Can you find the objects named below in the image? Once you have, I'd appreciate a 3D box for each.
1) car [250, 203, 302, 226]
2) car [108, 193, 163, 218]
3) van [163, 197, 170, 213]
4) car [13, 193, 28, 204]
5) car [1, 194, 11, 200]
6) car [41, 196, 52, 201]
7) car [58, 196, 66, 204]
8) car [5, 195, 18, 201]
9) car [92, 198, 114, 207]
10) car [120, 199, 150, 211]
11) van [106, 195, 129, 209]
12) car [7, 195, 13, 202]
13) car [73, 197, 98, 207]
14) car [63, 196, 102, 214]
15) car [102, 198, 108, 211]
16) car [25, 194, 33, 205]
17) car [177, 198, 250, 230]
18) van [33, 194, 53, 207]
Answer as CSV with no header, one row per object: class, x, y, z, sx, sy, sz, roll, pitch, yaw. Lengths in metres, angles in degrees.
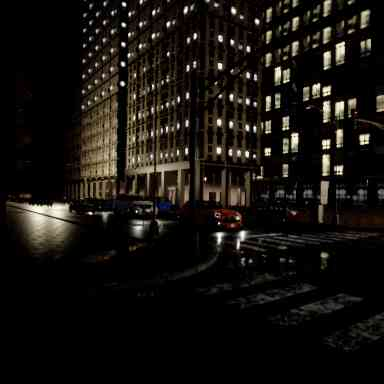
car,5.746,1.504,23.905,1.967,1.590,4.097,1,-1,-35
car,-5.109,1.156,29.221,2.150,2.045,5.566,1,-1,-35
van,-4.050,1.381,37.733,1.690,1.788,3.998,1,-1,-35
car,-30.481,1.154,60.542,2.192,1.841,5.009,1,-1,-35
car,-46.717,1.365,83.447,1.752,1.417,4.829,1,-1,-35
car,-36.712,1.569,83.818,1.802,1.307,4.206,1,-1,-35
car,-22.231,1.463,58.897,1.837,1.490,4.892,1,-1,-35
car,-40.282,1.377,74.366,2.008,1.369,4.403,1,-1,-35
car,-13.852,1.585,51.557,1.947,1.339,4.313,1,-1,-35
car,-7.320,1.583,42.339,2.008,1.369,4.403,1,-1,-35
van,-10.581,1.367,46.951,1.690,1.788,3.998,1,-1,-35
car,-37.017,1.396,69.757,1.947,1.339,4.313,1,-1,-35
car,-16.098,1.516,50.245,2.033,1.411,5.357,1,-1,-36
car,-10.891,1.426,32.886,2.008,1.369,4.403,1,-1,-35
car,-11.367,1.426,38.056,1.837,1.490,4.892,1,-1,-35
car,-23.954,1.431,51.321,1.802,1.307,4.206,1,-1,-35
car,1.021,1.302,20.516,2.097,1.767,4.553,1,-1,-34
van,-20.684,1.196,46.715,1.690,1.788,3.998,1,-1,-35
